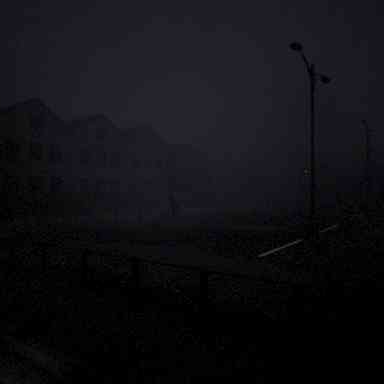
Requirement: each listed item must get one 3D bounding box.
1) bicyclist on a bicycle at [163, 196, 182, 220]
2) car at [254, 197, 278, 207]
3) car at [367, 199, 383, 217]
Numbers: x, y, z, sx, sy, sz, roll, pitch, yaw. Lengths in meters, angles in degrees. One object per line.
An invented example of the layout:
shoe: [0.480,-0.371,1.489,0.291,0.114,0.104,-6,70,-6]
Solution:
bicyclist on a bicycle: [-1.376,1.109,23.031,1.656,1.620,0.582,0,0,35]
car: [10.440,1.356,46.668,2.033,1.411,5.357,0,0,32]
car: [15.442,1.298,26.798,2.007,1.523,4.514,0,0,35]
